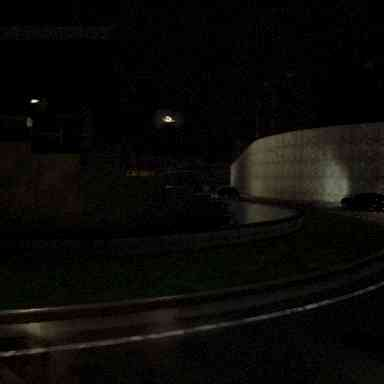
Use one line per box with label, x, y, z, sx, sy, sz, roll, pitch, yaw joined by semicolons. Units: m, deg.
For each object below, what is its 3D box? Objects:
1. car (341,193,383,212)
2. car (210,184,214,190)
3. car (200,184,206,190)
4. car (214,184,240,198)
car;15.500;0.832;29.479;1.882;1.535;5.008;1;2;-18
car;5.667;-1.245;87.061;1.882;1.535;5.008;1;2;5
car;2.112;-1.240;86.508;2.033;1.411;5.357;1;2;5
car;5.240;0.015;48.018;1.882;1.535;5.008;0;2;-16
